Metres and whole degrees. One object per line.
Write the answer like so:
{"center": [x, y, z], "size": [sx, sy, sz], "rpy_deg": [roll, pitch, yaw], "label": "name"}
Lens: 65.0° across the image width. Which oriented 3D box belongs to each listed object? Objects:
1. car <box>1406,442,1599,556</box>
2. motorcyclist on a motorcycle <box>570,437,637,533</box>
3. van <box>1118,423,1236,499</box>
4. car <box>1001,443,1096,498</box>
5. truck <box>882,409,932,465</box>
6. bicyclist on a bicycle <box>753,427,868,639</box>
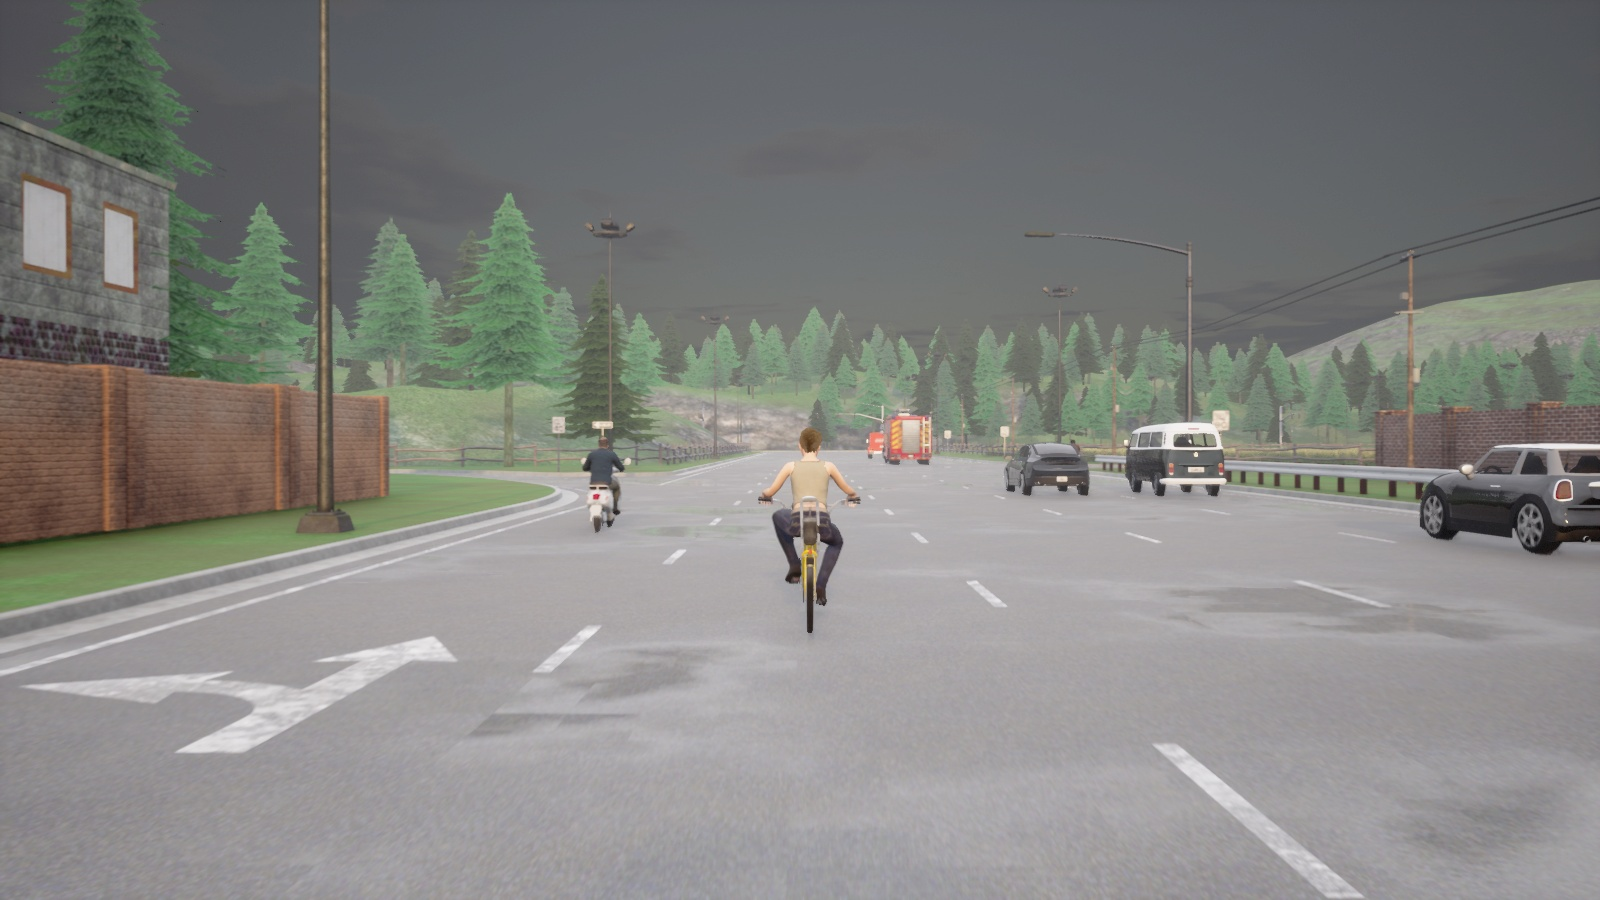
{"center": [10.617, 0.619, 18.061], "size": [1.970, 1.475, 3.806], "rpy_deg": [0, 0, 0], "label": "car"}
{"center": [-3.363, 0.575, 21.621], "size": [0.866, 1.590, 1.817], "rpy_deg": [0, 0, 0], "label": "motorcyclist on a motorcycle"}
{"center": [10.719, 0.275, 36.083], "size": [2.069, 2.038, 4.480], "rpy_deg": [0, 0, 0], "label": "van"}
{"center": [7.224, 0.549, 36.999], "size": [1.837, 1.490, 4.892], "rpy_deg": [0, 0, 0], "label": "car"}
{"center": [7.520, -0.916, 89.409], "size": [2.891, 3.827, 8.468], "rpy_deg": [0, 0, 0], "label": "truck"}
{"center": [0.078, 0.625, 10.266], "size": [0.866, 1.612, 1.509], "rpy_deg": [0, 0, 0], "label": "bicyclist on a bicycle"}
